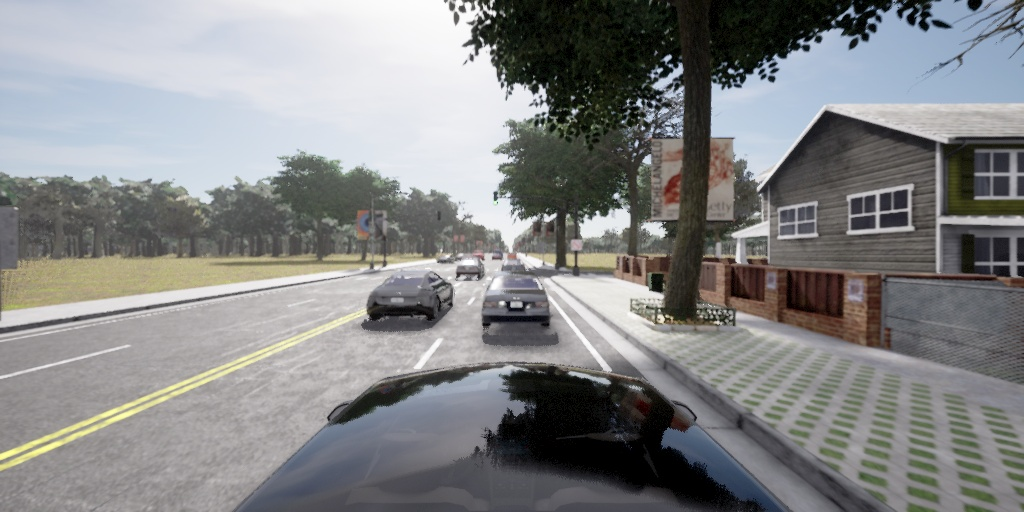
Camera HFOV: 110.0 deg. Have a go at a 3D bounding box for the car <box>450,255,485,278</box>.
[{"bbox_3d":[-3.145,0.890,27.681,2.033,1.411,5.357,0,1,0],"label":"car"}]

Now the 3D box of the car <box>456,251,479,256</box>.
[{"bbox_3d":[-6.559,0.422,53.305,1.882,1.535,5.008,0,1,0],"label":"car"}]

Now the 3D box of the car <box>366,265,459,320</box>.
[{"bbox_3d":[-3.149,1.152,11.853,1.994,1.385,4.181,0,1,0],"label":"car"}]

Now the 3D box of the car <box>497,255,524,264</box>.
[{"bbox_3d":[0.106,0.890,27.689,2.033,1.411,5.357,0,1,0],"label":"car"}]

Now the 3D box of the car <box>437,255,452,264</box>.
[{"bbox_3d":[-9.807,0.509,53.293,1.994,1.385,4.181,0,1,0],"label":"car"}]

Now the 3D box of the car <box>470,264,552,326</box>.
[{"bbox_3d":[0.101,1.150,10.933,2.033,1.411,5.357,0,1,0],"label":"car"}]
